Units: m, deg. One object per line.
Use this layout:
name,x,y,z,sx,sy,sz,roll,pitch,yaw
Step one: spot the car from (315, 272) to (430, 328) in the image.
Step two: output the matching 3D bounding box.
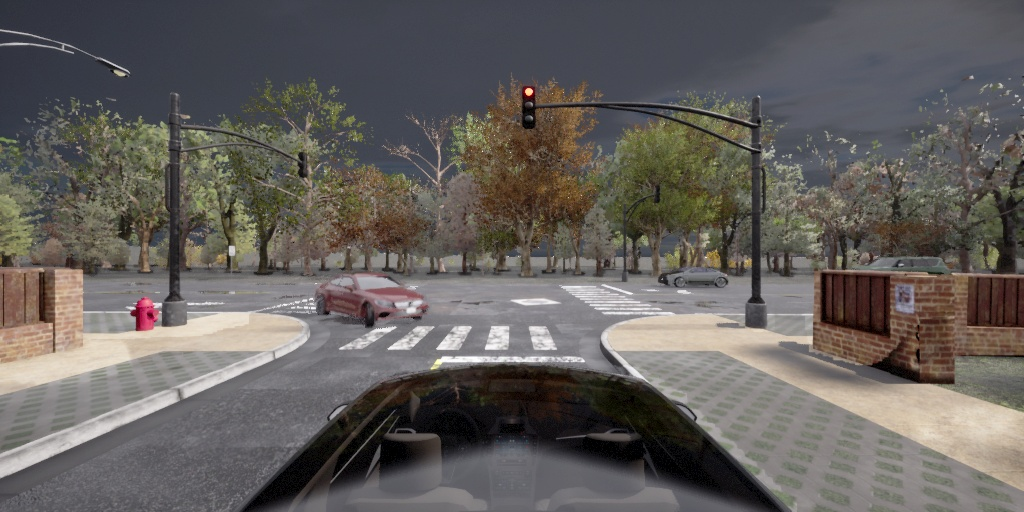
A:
car,-4.632,1.266,11.545,4.674,1.442,1.812,0,-1,39

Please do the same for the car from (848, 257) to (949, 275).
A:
car,25.619,1.072,23.960,5.566,2.045,2.150,0,0,0

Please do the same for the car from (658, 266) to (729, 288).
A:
car,12.035,1.368,23.951,4.181,1.385,1.994,0,0,0
